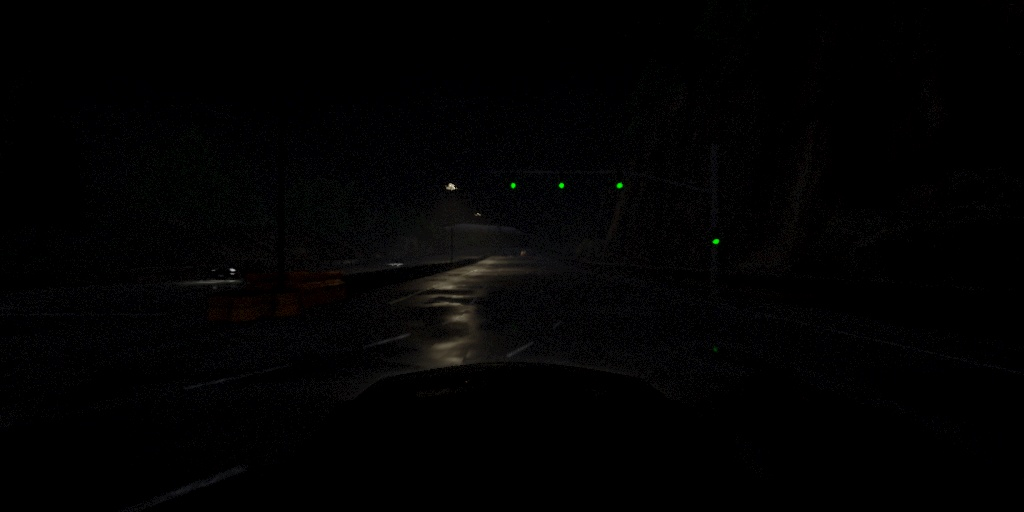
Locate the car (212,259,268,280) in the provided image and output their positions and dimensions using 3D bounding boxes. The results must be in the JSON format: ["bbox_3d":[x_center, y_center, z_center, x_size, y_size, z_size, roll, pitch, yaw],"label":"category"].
[{"bbox_3d":[-24.464,1.103,32.397,2.097,1.767,4.553,0,0,0],"label":"car"}]
